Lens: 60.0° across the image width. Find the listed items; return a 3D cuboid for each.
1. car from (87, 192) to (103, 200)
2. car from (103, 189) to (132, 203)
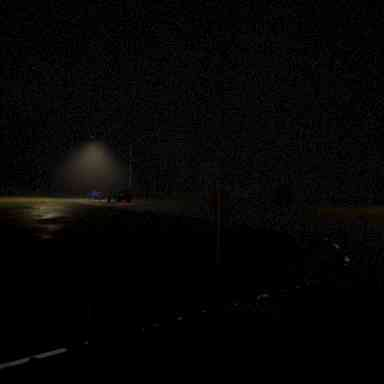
[{"bbox_3d":[-17.288,0.652,59.749,1.812,1.442,4.674,2,0,-36],"label":"car"},{"bbox_3d":[-11.247,0.548,51.293,2.150,2.045,5.566,2,0,-36],"label":"car"}]
